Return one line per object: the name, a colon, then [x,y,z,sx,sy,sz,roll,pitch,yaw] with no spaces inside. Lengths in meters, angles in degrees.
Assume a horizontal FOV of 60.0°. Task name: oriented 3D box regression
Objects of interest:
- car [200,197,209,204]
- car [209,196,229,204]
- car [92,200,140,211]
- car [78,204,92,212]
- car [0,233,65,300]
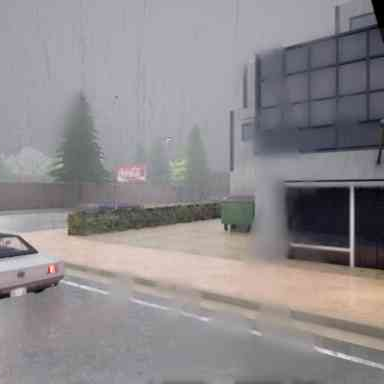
car: [3.380,1.475,55.712,2.128,1.511,4.902,0,0,40]
car: [5.337,1.462,52.616,1.882,1.535,5.008,0,0,40]
car: [-7.769,1.585,35.118,1.895,1.301,4.718,0,0,36]
car: [-10.375,1.583,37.485,1.895,1.301,4.718,0,0,36]
car: [-5.024,1.596,7.598,4.718,1.301,1.895,0,0,37]
